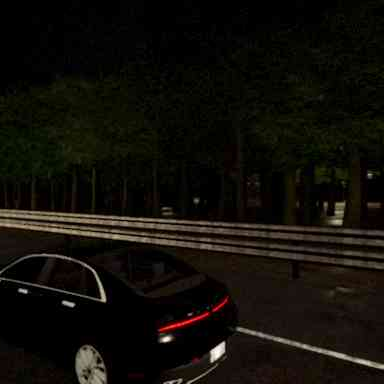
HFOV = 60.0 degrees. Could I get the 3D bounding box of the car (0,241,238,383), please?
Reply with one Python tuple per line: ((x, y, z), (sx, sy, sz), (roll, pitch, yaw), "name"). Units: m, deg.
((-1.690, 1.519, 5.073), (4.892, 1.490, 1.837), (0, 0, 35), "car")
